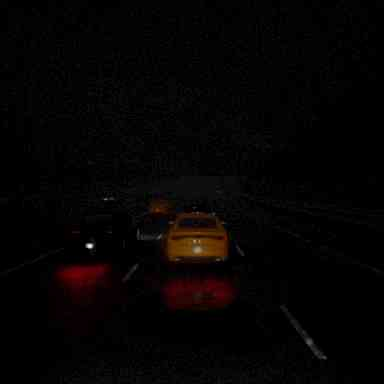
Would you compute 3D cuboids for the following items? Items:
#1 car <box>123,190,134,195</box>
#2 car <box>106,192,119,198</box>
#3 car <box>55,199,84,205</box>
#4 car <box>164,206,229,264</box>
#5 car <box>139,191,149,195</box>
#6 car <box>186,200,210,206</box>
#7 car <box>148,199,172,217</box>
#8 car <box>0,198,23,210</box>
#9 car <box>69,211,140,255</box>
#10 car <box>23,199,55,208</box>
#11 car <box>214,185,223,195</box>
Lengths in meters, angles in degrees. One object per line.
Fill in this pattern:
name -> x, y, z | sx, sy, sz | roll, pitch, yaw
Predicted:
car -> -14.827, 0.258, 78.581 | 1.882, 1.535, 5.008 | 0, 1, 4
car -> -18.440, 0.695, 77.008 | 1.895, 1.301, 4.718 | 0, 1, 4
car -> -13.429, 1.463, 37.927 | 1.994, 1.385, 4.181 | 0, 1, 2
car -> 0.183, 1.479, 11.794 | 1.882, 1.535, 5.008 | 0, 0, 1
car -> -11.335, 0.310, 78.347 | 1.812, 1.442, 4.674 | 0, 1, 4
car -> 0.528, 1.475, 29.983 | 1.837, 1.490, 4.892 | 0, 0, 1
car -> -2.937, 1.437, 31.399 | 1.882, 1.535, 5.008 | 0, 0, 2
car -> -20.470, 1.431, 36.875 | 1.812, 1.442, 4.674 | 0, 0, 2
car -> -3.299, 1.504, 13.259 | 1.837, 1.490, 4.892 | 0, 0, 1
car -> -16.925, 1.460, 38.090 | 1.994, 1.385, 4.181 | 0, 1, 2
car -> 7.486, -0.270, 95.324 | 2.150, 2.045, 5.566 | 0, 2, 5
